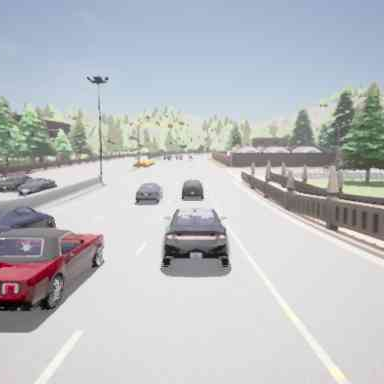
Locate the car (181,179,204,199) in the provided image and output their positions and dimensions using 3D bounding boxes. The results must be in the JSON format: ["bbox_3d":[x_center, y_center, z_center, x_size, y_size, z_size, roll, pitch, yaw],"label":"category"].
[{"bbox_3d":[0.052,-0.394,29.286,1.882,1.535,5.008,0,7,0],"label":"car"}]

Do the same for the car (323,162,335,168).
[{"bbox_3d":[25.688,-4.209,56.102,5.357,1.411,2.033,0,8,1],"label":"car"}]

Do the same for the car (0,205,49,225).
[{"bbox_3d":[-6.898,1.196,12.691,1.994,1.385,4.181,0,3,0],"label":"car"}]

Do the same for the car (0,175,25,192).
[{"bbox_3d":[-17.569,-0.894,33.575,1.837,1.490,4.892,0,8,0],"label":"car"}]

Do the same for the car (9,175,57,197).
[{"bbox_3d":[-14.082,-0.527,30.455,2.128,1.511,4.902,0,8,0],"label":"car"}]

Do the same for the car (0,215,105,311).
[{"bbox_3d":[-3.399,1.464,7.437,1.895,1.301,4.718,0,2,0],"label":"car"}]

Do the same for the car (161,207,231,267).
[{"bbox_3d":[0.101,1.229,10.538,2.128,1.511,4.902,0,3,0],"label":"car"}]

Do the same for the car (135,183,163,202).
[{"bbox_3d":[-3.433,-0.053,27.085,2.033,1.411,5.357,0,7,0],"label":"car"}]
